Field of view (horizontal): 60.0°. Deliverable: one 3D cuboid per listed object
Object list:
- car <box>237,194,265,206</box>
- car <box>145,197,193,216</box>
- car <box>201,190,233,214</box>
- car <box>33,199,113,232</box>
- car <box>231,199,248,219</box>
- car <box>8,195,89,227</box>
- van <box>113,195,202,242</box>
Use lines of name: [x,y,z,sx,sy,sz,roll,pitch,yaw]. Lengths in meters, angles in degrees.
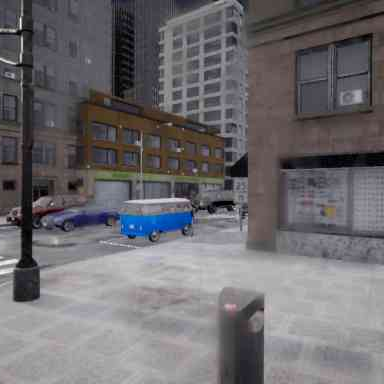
car: [7.759,1.027,43.292,1.947,1.339,4.313,1,2,35]
car: [-1.952,1.215,29.549,1.887,1.381,4.507,1,1,35]
car: [1.926,0.875,30.442,2.150,2.045,5.566,0,1,35]
car: [-6.202,1.352,18.937,1.812,1.442,4.674,0,1,35]
car: [5.010,1.280,24.629,2.008,1.369,4.403,1,1,35]
car: [-8.425,1.123,20.384,2.192,1.841,5.009,1,1,35]
van: [-1.463,1.208,15.465,1.690,1.788,3.998,1,1,35]
